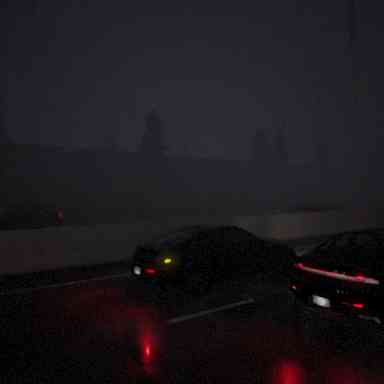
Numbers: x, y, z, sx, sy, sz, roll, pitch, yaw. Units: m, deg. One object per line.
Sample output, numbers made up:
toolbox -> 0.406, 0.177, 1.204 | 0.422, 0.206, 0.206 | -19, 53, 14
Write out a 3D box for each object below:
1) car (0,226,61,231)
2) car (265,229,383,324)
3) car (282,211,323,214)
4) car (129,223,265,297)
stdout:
car -> -9.700, 1.349, 18.569 | 4.553, 1.767, 2.097 | 0, 0, -36
car -> 3.989, 1.488, 6.593 | 4.902, 1.511, 2.128 | 0, 0, -35
car -> 9.106, 1.480, 27.687 | 4.902, 1.511, 2.128 | 0, 0, -35
car -> 0.689, 1.523, 8.537 | 4.674, 1.442, 1.812 | 0, 0, -36
